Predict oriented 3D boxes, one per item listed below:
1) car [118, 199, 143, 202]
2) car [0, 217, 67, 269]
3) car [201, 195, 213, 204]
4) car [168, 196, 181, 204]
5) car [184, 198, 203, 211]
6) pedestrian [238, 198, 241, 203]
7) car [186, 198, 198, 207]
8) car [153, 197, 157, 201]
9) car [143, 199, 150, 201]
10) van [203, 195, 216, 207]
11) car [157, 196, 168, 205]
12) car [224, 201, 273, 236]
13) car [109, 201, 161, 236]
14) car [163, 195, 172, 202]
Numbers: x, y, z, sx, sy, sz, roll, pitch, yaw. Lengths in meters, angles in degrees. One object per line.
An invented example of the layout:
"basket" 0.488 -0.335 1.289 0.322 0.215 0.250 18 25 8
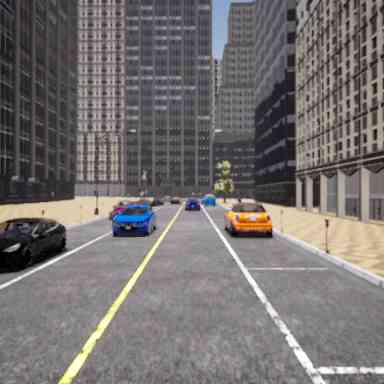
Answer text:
"car" -5.676 1.433 28.180 1.967 1.590 4.097 1 0 0
"car" -5.680 1.564 11.251 1.947 1.339 4.313 1 0 0
"car" 2.711 1.420 62.025 1.967 1.590 4.097 1 0 0
"car" -3.030 1.582 60.475 1.895 1.301 4.718 0 0 1
"car" 0.083 1.514 41.301 1.812 1.442 4.674 0 0 -1
"pedestrian" 3.005 1.289 21.295 0.375 1.860 0.375 1 -1 0
"car" 0.010 1.585 51.887 1.895 1.301 4.718 0 0 0
"car" -5.675 1.556 39.465 1.947 1.339 4.313 1 0 0
"car" -5.676 1.573 33.822 1.802 1.307 4.206 1 0 0
"van" 2.711 1.326 50.743 1.690 1.788 3.998 1 0 0
"car" -5.672 1.549 56.393 1.947 1.339 4.313 1 0 0
"car" 3.004 1.347 18.481 2.097 1.767 4.553 0 0 0
"car" -3.097 1.474 18.674 1.882 1.535 5.008 0 0 0
"car" -5.797 1.521 78.962 2.008 1.369 4.403 1 0 0
